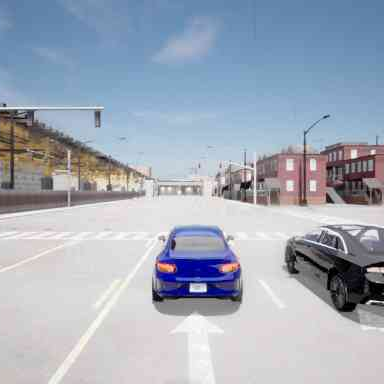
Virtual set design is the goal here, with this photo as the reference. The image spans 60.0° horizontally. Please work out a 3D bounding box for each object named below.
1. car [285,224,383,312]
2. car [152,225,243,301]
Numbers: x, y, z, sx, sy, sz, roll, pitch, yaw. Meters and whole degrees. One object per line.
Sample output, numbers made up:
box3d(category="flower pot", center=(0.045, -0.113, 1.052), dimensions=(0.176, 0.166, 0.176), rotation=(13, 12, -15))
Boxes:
box3d(category="car", center=(3.610, 1.492, 7.687), dimensions=(2.128, 1.511, 4.902), rotation=(0, 0, -1))
box3d(category="car", center=(0.107, 1.526, 8.180), dimensions=(1.812, 1.442, 4.674), rotation=(0, 0, 0))
